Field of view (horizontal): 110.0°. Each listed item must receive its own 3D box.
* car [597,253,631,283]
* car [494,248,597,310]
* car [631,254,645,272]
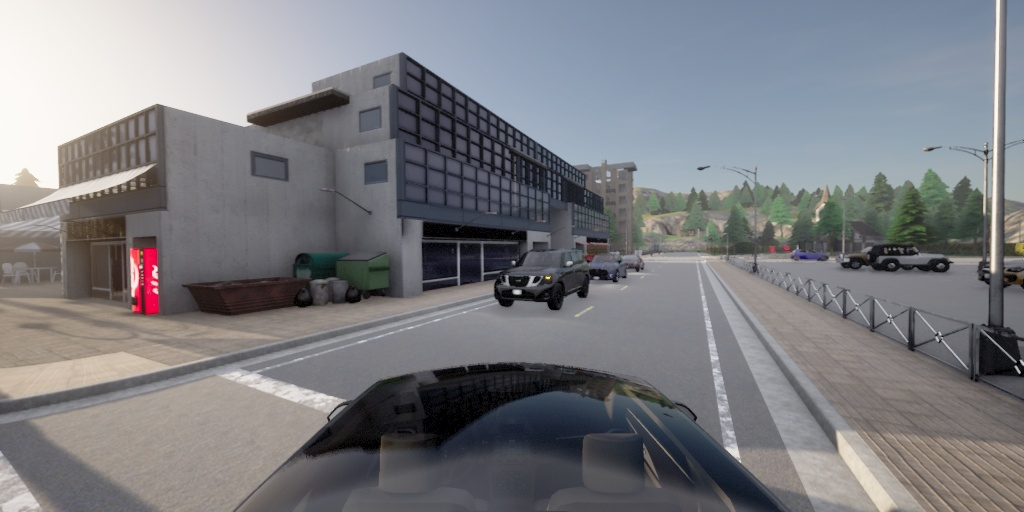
[{"bbox_3d":[5.870,0.639,22.618,2.097,1.767,4.553,0,1,27],"label":"car"},{"bbox_3d":[1.408,0.736,13.851,2.150,2.045,5.566,0,1,27],"label":"car"},{"bbox_3d":[10.515,0.577,31.735,1.812,1.442,4.674,0,1,27],"label":"car"}]
